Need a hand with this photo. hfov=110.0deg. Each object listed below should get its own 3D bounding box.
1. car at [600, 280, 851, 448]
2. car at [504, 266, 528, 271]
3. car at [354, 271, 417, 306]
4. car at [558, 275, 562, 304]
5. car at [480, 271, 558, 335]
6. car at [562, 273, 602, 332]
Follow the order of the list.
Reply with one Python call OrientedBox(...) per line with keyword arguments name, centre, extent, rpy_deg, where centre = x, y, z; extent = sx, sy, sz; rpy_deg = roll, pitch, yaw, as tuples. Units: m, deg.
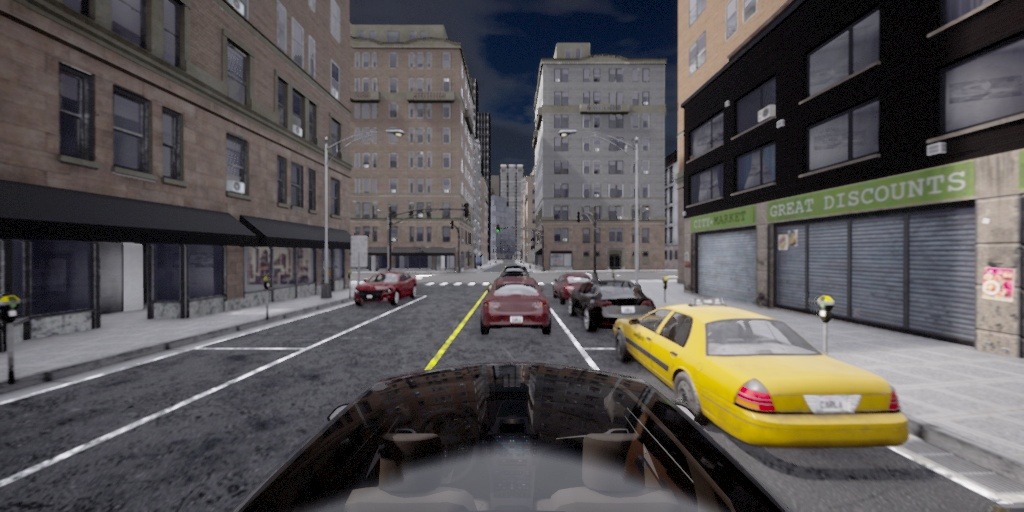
OrientedBox(name="car", centre=(2.875, 1.299, 5.517), extent=(1.751, 1.417, 4.829), rpy_deg=(0, 0, 0))
OrientedBox(name="car", centre=(0.301, 1.394, 23.455), extent=(1.837, 1.490, 4.892), rpy_deg=(0, 0, 4))
OrientedBox(name="car", centre=(-5.664, 1.389, 16.521), extent=(1.888, 1.381, 4.507), rpy_deg=(0, 0, 0))
OrientedBox(name="car", centre=(2.881, 1.426, 16.519), extent=(1.802, 1.307, 4.207), rpy_deg=(0, 0, 0))
OrientedBox(name="car", centre=(0.097, 1.333, 10.668), extent=(1.812, 1.442, 4.674), rpy_deg=(0, -1, 0))
OrientedBox(name="car", centre=(2.878, 1.375, 10.933), extent=(1.948, 1.339, 4.313), rpy_deg=(0, 0, 0))
